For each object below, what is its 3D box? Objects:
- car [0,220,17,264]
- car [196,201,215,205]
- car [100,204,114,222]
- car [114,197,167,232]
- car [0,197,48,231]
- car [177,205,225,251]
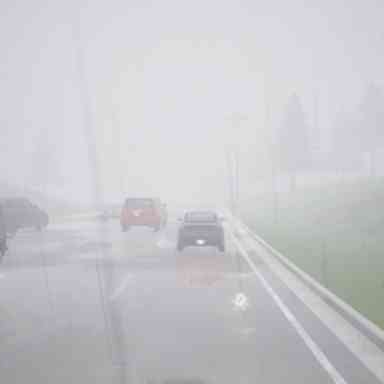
[{"bbox_3d":[-6.793,1.629,8.504,1.895,1.301,4.718,0,0,1],"label":"car"},{"bbox_3d":[1.403,1.645,35.246,1.812,1.442,4.674,0,0,3],"label":"car"},{"bbox_3d":[-6.018,1.640,27.643,2.033,1.411,5.357,0,0,3],"label":"car"},{"bbox_3d":[-2.861,1.293,20.706,2.150,2.045,5.566,0,0,3],"label":"car"},{"bbox_3d":[-9.983,1.283,18.076,2.150,2.045,5.566,0,0,2],"label":"car"},{"bbox_3d":[0.392,1.555,14.449,1.837,1.490,4.892,0,0,2],"label":"car"}]
